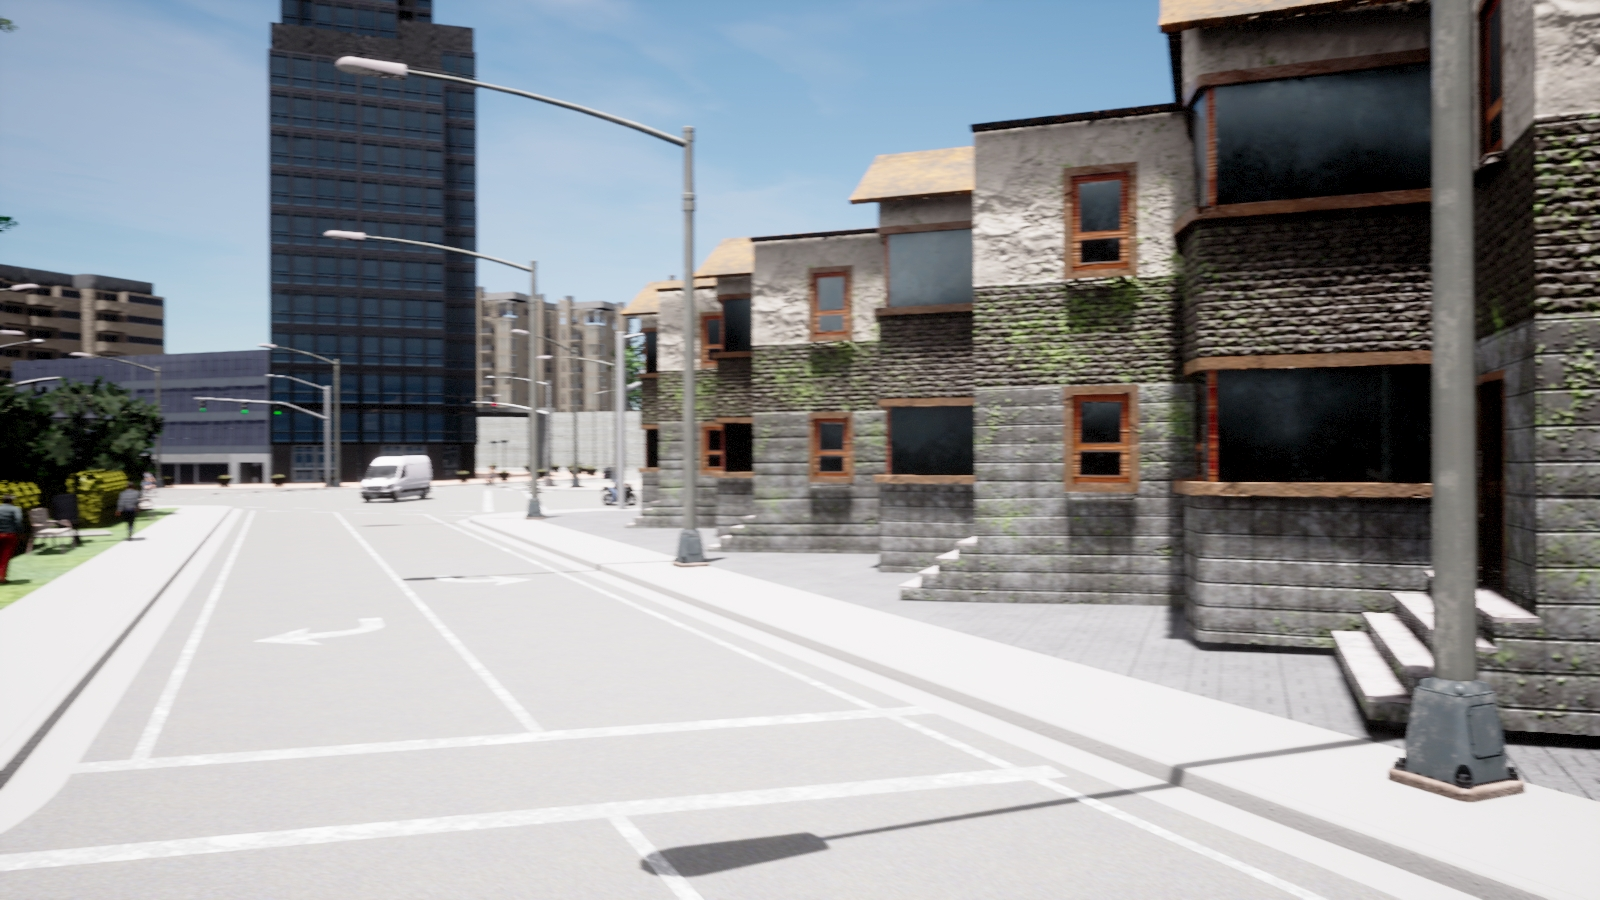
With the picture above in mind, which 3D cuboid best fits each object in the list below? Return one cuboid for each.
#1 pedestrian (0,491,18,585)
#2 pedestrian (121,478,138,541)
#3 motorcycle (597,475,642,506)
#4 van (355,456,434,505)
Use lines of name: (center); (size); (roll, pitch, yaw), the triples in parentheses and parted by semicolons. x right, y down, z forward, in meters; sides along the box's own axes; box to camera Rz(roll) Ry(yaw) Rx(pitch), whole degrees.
pedestrian: (-16.067, 1.776, 23.055); (0.375, 1.860, 0.375); (0, 0, -17)
pedestrian: (-20.328, 1.795, 34.633); (0.375, 1.860, 0.375); (0, 0, -22)
motorcycle: (-8.963, 2.009, 56.712); (2.033, 1.505, 0.803); (-1, 0, 21)
van: (-22.812, 1.636, 64.521); (1.988, 2.561, 5.915); (-1, 0, 3)
